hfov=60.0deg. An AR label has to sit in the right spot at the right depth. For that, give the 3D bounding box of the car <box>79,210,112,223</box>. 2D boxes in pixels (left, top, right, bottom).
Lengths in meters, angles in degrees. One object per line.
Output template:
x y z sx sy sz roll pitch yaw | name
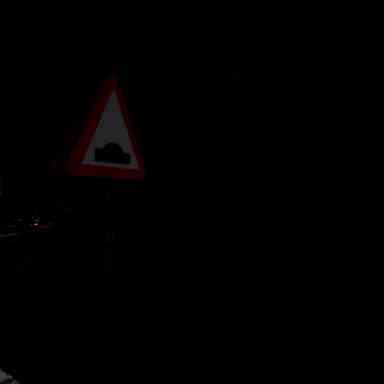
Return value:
-14.156 3.599 48.865 4.553 1.767 2.185 0 -3 -14 | car

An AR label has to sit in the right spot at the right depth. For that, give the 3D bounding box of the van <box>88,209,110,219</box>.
-19.649 4.638 70.192 4.442 1.987 1.878 0 -3 -14 | van

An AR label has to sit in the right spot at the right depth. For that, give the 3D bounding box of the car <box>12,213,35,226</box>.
-21.678 3.587 42.896 1.994 1.385 4.181 0 -3 -14 | car

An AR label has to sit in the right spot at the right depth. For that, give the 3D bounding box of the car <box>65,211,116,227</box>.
-10.755 2.894 35.543 5.008 1.535 2.097 0 -4 -14 | car

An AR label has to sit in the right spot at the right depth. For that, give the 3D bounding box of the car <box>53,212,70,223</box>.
-21.093 4.088 53.819 1.882 1.535 5.008 0 -3 -14 | car

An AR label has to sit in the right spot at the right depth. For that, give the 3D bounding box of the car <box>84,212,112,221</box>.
-16.800 4.351 59.544 4.792 1.488 2.163 0 -3 -14 | car

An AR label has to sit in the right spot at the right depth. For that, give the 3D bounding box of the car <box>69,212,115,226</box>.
-11.419 3.066 38.209 4.892 1.521 2.231 0 -4 -14 | car

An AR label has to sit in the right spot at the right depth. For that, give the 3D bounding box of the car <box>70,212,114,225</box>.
-12.955 3.398 43.495 5.366 1.575 1.946 0 -3 -14 | car

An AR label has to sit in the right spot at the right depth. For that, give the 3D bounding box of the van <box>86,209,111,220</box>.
-17.394 4.238 62.243 4.442 1.987 1.878 0 -3 -14 | van

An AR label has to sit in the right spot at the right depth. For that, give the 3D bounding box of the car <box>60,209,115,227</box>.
-10.081 2.721 32.877 4.892 1.521 2.231 0 -4 -14 | car

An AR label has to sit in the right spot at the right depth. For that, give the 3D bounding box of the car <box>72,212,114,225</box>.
-12.070 3.265 40.875 4.792 1.488 2.163 0 -3 -14 | car

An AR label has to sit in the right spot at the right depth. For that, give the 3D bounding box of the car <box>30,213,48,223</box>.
-24.142 4.096 52.619 1.837 1.490 4.892 0 -3 -14 | car

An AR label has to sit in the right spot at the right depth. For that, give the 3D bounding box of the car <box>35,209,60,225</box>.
-18.541 3.243 43.746 2.150 2.045 5.566 0 -3 -14 | car

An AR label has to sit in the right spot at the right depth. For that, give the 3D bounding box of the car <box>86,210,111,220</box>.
-18.243 4.483 64.994 4.553 1.767 2.185 0 -3 -14 | car
